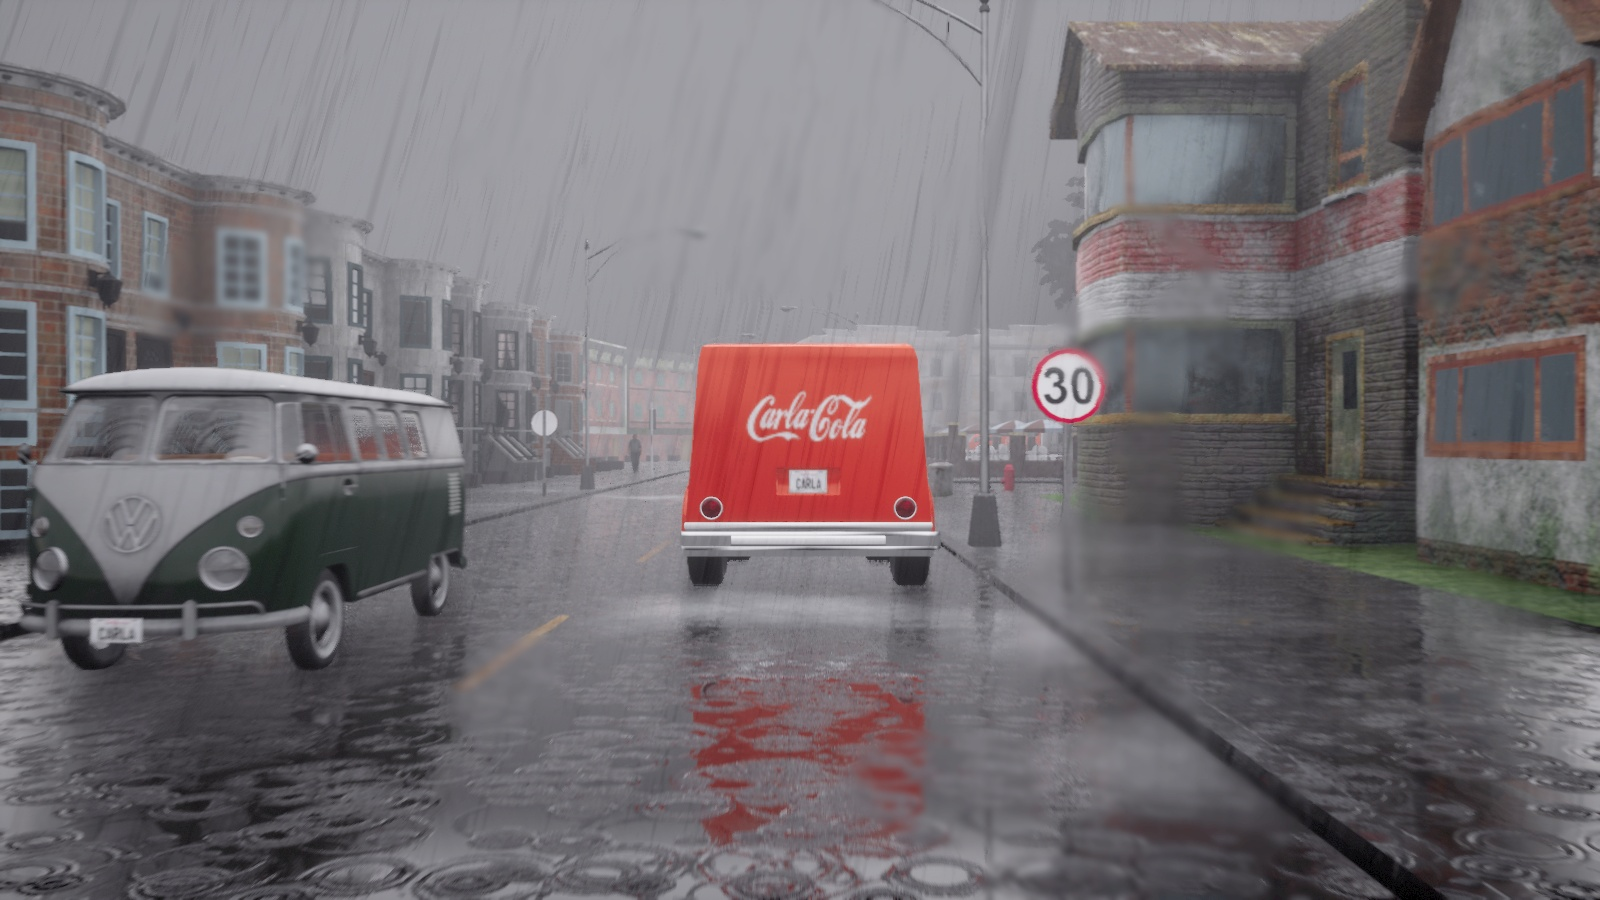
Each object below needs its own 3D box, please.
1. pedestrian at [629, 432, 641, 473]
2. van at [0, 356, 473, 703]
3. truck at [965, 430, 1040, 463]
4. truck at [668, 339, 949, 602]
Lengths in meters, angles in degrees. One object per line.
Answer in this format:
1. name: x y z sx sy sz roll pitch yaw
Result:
1. pedestrian: -7.438 0.119 56.574 0.540 1.848 0.694 0 0 -6
2. van: -3.933 0.442 9.417 1.775 1.987 4.442 0 0 0
3. truck: 14.981 -0.265 93.183 5.204 2.467 2.627 0 0 0
4. truck: 0.094 0.177 14.358 2.627 2.467 5.204 0 0 0
